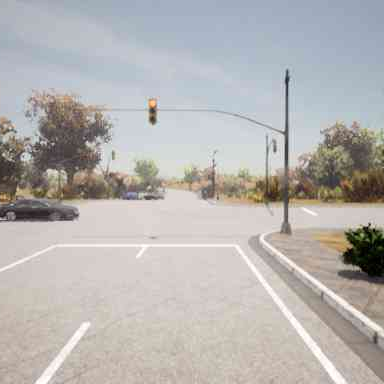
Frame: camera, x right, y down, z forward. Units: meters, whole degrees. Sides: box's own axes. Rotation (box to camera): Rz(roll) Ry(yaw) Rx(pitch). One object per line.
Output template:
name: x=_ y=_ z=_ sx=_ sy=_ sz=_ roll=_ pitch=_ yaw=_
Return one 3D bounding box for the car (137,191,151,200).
car: x=-10.671 y=0.866 z=74.294 sx=2.150 sy=2.045 sz=5.566 roll=0 pitch=-1 yaw=0

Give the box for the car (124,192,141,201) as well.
car: x=-10.706 y=0.742 z=58.678 sx=1.882 sy=1.535 sz=5.008 roll=0 pitch=-2 yaw=0

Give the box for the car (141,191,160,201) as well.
car: x=-7.209 y=0.849 z=57.996 sx=1.895 sy=1.301 sz=4.718 roll=0 pitch=-1 yaw=0

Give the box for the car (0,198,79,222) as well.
car: x=-9.898 y=1.159 z=21.685 sx=4.892 sy=1.490 sz=1.837 roll=0 pitch=1 yaw=2

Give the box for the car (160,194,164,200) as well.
car: x=-7.169 y=1.152 z=73.245 sx=1.994 sy=1.385 sz=4.181 roll=0 pitch=-1 yaw=0
